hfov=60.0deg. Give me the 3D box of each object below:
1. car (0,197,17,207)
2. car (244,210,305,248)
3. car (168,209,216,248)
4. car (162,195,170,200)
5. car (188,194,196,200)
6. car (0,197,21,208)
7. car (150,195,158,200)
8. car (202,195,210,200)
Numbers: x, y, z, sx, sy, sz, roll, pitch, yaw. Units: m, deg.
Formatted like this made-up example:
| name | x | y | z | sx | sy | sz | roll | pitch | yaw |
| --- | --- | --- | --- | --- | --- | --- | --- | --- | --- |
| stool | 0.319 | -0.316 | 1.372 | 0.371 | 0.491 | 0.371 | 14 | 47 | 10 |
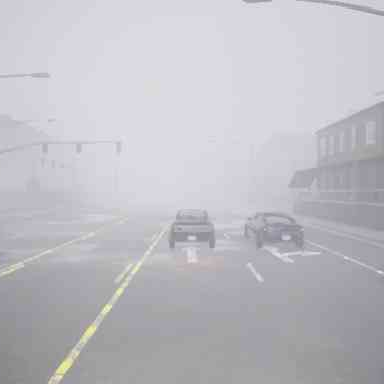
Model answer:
| name | x | y | z | sx | sy | sz | roll | pitch | yaw |
| --- | --- | --- | --- | --- | --- | --- | --- | --- | --- |
| car | -27.259 | 1.292 | 47.153 | 1.853 | 1.218 | 4.536 | 0 | 0 | 29 |
| car | 3.500 | 1.531 | 14.650 | 1.812 | 1.442 | 4.674 | 0 | 0 | 0 |
| car | 0.000 | 1.493 | 14.650 | 2.128 | 1.511 | 4.902 | 0 | 0 | 0 |
| car | -7.000 | 1.476 | 91.777 | 1.837 | 1.490 | 4.892 | 0 | 0 | 0 |
| car | 0.000 | 1.371 | 85.172 | 2.128 | 1.511 | 4.902 | 0 | 0 | 0 |
| car | -27.234 | 1.450 | 47.199 | 2.038 | 1.542 | 4.974 | 0 | 0 | 29 |
| car | -10.500 | 1.454 | 91.777 | 1.882 | 1.535 | 5.008 | 0 | 0 | 0 |
| car | 3.500 | 1.441 | 85.202 | 1.895 | 1.301 | 4.718 | 0 | 0 | 0 |
